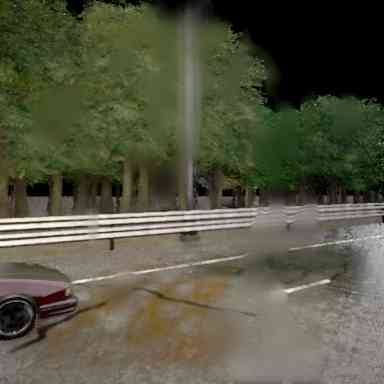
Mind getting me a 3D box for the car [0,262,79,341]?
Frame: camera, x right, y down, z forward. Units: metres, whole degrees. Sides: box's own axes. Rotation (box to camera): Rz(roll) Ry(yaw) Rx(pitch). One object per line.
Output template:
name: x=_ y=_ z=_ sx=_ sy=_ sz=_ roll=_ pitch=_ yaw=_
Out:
car: x=-4.550 y=1.539 z=4.783 sx=5.357 sy=1.411 sz=2.033 roll=0 pitch=0 yaw=-35
